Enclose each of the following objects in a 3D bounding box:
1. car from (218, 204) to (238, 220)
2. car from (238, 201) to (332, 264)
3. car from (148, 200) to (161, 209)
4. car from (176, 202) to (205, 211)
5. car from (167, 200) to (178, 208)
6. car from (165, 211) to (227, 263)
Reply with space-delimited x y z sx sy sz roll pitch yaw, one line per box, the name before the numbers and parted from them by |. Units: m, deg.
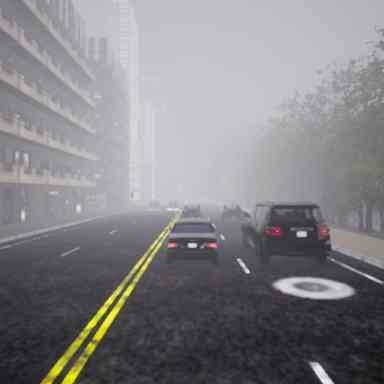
car | 3.300 1.790 28.498 2.128 1.511 4.902 0 0 1
car | 3.273 1.356 12.539 2.150 2.045 5.566 0 0 0
car | -6.508 2.108 58.165 2.128 1.511 4.902 0 -1 0
car | 0.050 1.790 28.501 2.128 1.511 4.902 0 0 1
car | -3.251 2.117 59.042 2.128 1.511 4.902 0 -1 1
car | 0.023 1.678 12.508 2.033 1.411 5.357 0 -1 0
